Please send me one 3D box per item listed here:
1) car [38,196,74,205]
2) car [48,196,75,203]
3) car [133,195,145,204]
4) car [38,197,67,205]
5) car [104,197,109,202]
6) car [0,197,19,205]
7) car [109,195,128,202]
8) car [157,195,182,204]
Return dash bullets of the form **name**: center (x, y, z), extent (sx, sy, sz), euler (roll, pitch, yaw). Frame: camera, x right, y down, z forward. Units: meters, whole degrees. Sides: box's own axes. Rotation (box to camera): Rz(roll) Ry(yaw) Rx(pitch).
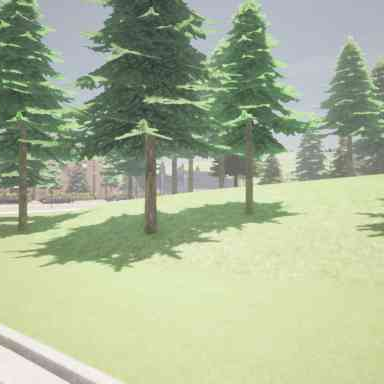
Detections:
- **car**: center (-24.011, 1.491, 58.995), extent (2.128, 1.511, 4.902), euler (0, 0, 35)
- **car**: center (-26.437, 1.595, 67.581), extent (1.895, 1.301, 4.718), euler (0, 0, 35)
- **car**: center (-9.622, 1.352, 65.419), extent (2.097, 1.767, 4.553), euler (0, 0, 35)
- **car**: center (-26.049, 1.601, 62.107), extent (1.895, 1.301, 4.718), euler (0, 0, 36)
- **car**: center (-17.350, 1.465, 74.422), extent (1.882, 1.535, 5.008), euler (0, 0, 35)
- **car**: center (-32.281, 1.600, 59.340), extent (1.895, 1.301, 4.718), euler (0, 0, 36)
- **car**: center (-14.913, 1.490, 71.803), extent (1.837, 1.490, 4.892), euler (0, 0, 35)
- **car**: center (-4.774, 1.352, 66.151), extent (2.097, 1.767, 4.553), euler (0, 0, 36)
